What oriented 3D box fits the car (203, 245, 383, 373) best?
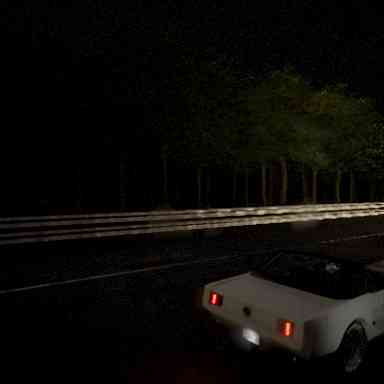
[{"bbox_3d":[2.570,1.587,5.627,4.718,1.301,1.895,0,0,-36],"label":"car"}]
